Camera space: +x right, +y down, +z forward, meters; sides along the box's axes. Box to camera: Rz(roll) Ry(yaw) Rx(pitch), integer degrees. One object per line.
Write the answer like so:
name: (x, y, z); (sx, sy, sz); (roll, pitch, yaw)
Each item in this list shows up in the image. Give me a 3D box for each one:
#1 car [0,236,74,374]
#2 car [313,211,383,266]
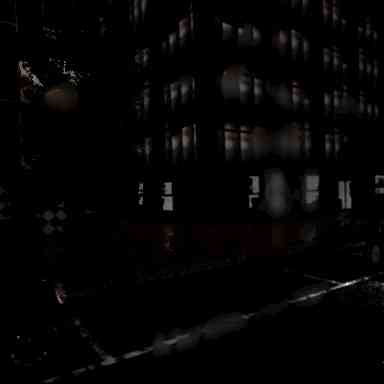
car: (-3.700, 1.457, 3.943); (4.097, 1.590, 1.967); (-2, 0, -35)
car: (5.610, 1.311, 10.464); (4.403, 1.369, 2.008); (-2, 0, -35)
